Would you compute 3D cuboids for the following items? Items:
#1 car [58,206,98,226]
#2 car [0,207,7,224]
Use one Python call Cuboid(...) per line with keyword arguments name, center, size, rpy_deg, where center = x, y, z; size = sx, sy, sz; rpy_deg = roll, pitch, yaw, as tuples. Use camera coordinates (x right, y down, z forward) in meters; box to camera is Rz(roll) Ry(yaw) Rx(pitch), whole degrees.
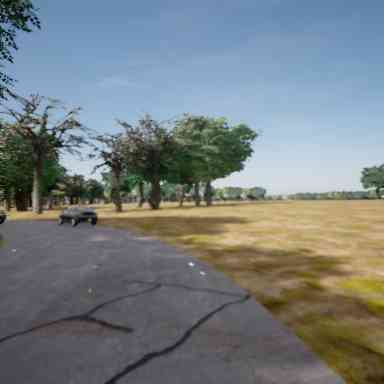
Cuboid(name="car", center=(-9.431, 1.959, 27.412), size=(1.837, 1.490, 4.892), rpy_deg=(0, -2, -41))
Cuboid(name="car", center=(-19.244, 1.937, 30.627), size=(5.566, 2.045, 2.150), rpy_deg=(-2, -2, 37))
